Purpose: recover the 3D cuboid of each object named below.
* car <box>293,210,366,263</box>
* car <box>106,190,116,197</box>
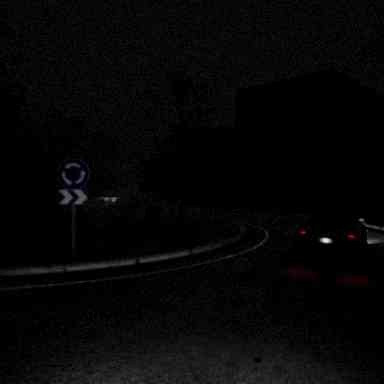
[{"bbox_3d":[4.719,1.312,11.218,1.994,1.385,4.181,2,2,27],"label":"car"},{"bbox_3d":[-17.306,0.365,71.010,1.812,1.442,4.674,0,1,-9],"label":"car"}]
